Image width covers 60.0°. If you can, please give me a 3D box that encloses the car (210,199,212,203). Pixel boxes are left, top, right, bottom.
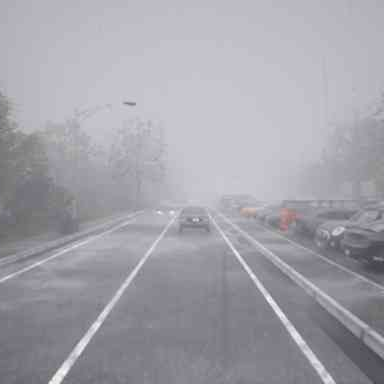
[{"bbox_3d":[7.435,2.186,79.094,4.792,1.488,2.163,0,-1,0],"label":"car"}]

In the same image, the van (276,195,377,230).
[{"bbox_3d":[7.137,1.292,18.045,4.442,1.987,1.878,0,0,0],"label":"van"}]

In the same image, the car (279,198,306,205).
[{"bbox_3d":[20.408,1.923,67.729,4.892,1.521,2.231,0,-1,0],"label":"car"}]

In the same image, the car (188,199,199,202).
[{"bbox_3d":[0.231,1.655,42.246,1.812,1.442,4.674,0,0,0],"label":"car"}]

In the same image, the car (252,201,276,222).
[{"bbox_3d":[7.026,1.570,23.597,4.792,1.488,2.163,0,0,0],"label":"car"}]

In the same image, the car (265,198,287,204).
[{"bbox_3d":[20.495,2.203,81.579,4.892,1.521,2.231,0,-1,0],"label":"car"}]

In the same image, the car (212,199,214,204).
[{"bbox_3d":[7.358,1.988,70.768,5.008,1.535,2.097,0,-1,0],"label":"car"}]

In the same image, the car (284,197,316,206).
[{"bbox_3d":[20.194,1.807,62.190,5.366,1.575,1.946,0,-1,0],"label":"car"}]

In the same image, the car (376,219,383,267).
[{"bbox_3d":[7.136,1.490,6.947,5.366,1.575,1.946,0,0,0],"label":"car"}]

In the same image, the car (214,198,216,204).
[{"bbox_3d":[7.288,1.905,65.218,4.792,1.488,2.163,0,-1,0],"label":"car"}]

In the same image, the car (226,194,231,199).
[{"bbox_3d":[7.146,1.495,43.031,4.553,1.767,2.185,0,0,0],"label":"car"}]

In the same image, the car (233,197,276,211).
[{"bbox_3d":[7.119,1.588,34.702,4.892,1.521,2.231,0,0,0],"label":"car"}]

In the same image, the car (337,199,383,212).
[{"bbox_3d":[20.237,1.643,40.050,4.674,1.452,2.002,0,0,0],"label":"car"}]

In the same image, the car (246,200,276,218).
[{"bbox_3d":[7.044,1.582,26.374,4.792,1.488,2.163,0,0,0],"label":"car"}]

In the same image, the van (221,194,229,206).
[{"bbox_3d":[7.114,1.430,51.360,4.442,1.987,1.878,0,0,0],"label":"van"}]

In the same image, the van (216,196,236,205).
[{"bbox_3d":[7.487,1.818,73.548,4.442,1.987,1.878,0,-1,0],"label":"van"}]

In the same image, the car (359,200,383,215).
[{"bbox_3d":[20.208,1.621,34.636,4.674,1.452,2.002,0,0,0],"label":"car"}]

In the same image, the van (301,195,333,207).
[{"bbox_3d":[20.211,1.435,54.036,4.442,1.987,1.878,0,-1,0],"label":"van"}]

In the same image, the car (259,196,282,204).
[{"bbox_3d":[20.564,2.070,87.119,5.566,2.045,2.435,0,-2,0],"label":"car"}]

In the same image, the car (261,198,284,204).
[{"bbox_3d":[20.334,2.257,84.346,5.366,1.575,1.946,0,-1,0],"label":"car"}]

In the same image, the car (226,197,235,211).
[{"bbox_3d":[6.957,1.595,37.479,5.366,1.575,1.946,0,0,0],"label":"car"}]

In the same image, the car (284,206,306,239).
[{"bbox_3d":[7.032,1.536,15.268,4.792,1.488,2.163,0,0,0],"label":"car"}]

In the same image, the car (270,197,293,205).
[{"bbox_3d":[20.435,1.965,76.042,4.553,1.767,2.185,0,-1,0],"label":"car"}]

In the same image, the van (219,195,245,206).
[{"bbox_3d":[7.166,1.538,59.671,4.442,1.987,1.878,0,-1,0],"label":"van"}]

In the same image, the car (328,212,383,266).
[{"bbox_3d":[6.962,1.493,9.716,4.892,1.521,2.231,0,0,0],"label":"car"}]

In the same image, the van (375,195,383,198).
[{"bbox_3d":[20.339,1.366,37.407,4.442,1.987,1.878,0,0,0],"label":"van"}]

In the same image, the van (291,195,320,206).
[{"bbox_3d":[20.244,1.529,59.427,4.442,1.987,1.878,0,-1,0],"label":"van"}]

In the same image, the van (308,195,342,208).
[{"bbox_3d":[20.425,1.423,51.132,4.442,1.987,1.878,0,0,0],"label":"van"}]

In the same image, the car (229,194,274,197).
[{"bbox_3d":[7.129,1.484,40.255,4.553,1.767,2.185,0,0,0],"label":"car"}]

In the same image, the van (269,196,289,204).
[{"bbox_3d":[20.600,1.920,78.812,4.442,1.987,1.878,0,-1,0],"label":"van"}]

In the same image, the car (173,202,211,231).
[{"bbox_3d":[0.134,1.586,20.646,2.033,1.411,5.357,0,0,0],"label":"car"}]

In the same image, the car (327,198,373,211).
[{"bbox_3d":[20.251,1.614,42.822,5.008,1.535,2.097,0,0,0],"label":"car"}]

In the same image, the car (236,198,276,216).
[{"bbox_3d":[6.905,1.561,29.151,5.366,1.575,1.946,0,0,0],"label":"car"}]

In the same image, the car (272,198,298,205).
[{"bbox_3d":[20.444,2.037,73.394,5.008,1.535,2.097,0,-1,0],"label":"car"}]

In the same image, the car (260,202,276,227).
[{"bbox_3d":[7.009,1.559,20.821,4.792,1.488,2.163,0,0,0],"label":"car"}]

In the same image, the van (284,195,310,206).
[{"bbox_3d":[20.513,1.640,64.964,4.442,1.987,1.878,0,-1,0],"label":"van"}]

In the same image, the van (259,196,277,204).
[{"bbox_3d":[20.672,2.171,90.008,4.442,1.987,1.878,0,-2,0],"label":"van"}]

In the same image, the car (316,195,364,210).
[{"bbox_3d":[20.246,1.375,45.717,5.566,2.045,2.435,0,0,0],"label":"car"}]

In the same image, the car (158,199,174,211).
[{"bbox_3d":[-3.212,1.655,42.192,1.812,1.442,4.674,0,0,0],"label":"car"}]

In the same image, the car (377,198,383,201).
[{"bbox_3d":[20.181,1.569,31.741,5.008,1.535,2.097,0,0,0],"label":"car"}]

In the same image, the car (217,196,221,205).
[{"bbox_3d":[7.276,1.416,54.135,5.566,2.045,2.435,0,0,0],"label":"car"}]

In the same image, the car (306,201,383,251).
[{"bbox_3d":[7.017,1.372,12.496,4.553,1.767,2.185,0,0,0],"label":"car"}]

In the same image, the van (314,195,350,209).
[{"bbox_3d":[20.409,1.412,48.487,4.442,1.987,1.878,0,0,0],"label":"van"}]

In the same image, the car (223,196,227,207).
[{"bbox_3d":[7.190,1.632,45.806,5.008,1.535,2.097,0,0,0],"label":"car"}]
